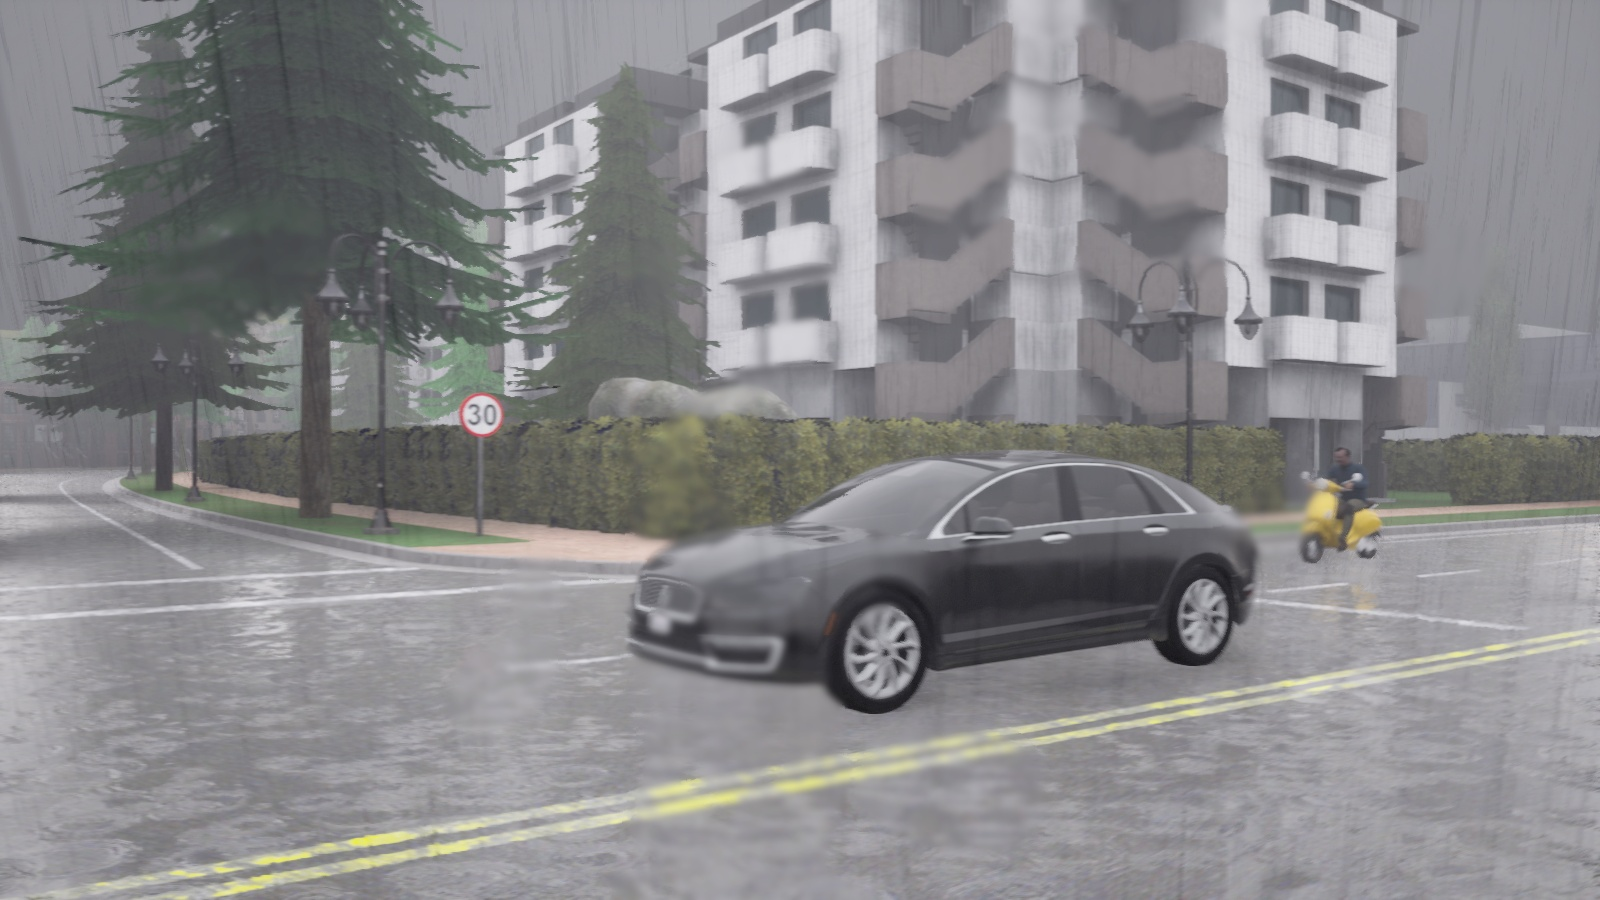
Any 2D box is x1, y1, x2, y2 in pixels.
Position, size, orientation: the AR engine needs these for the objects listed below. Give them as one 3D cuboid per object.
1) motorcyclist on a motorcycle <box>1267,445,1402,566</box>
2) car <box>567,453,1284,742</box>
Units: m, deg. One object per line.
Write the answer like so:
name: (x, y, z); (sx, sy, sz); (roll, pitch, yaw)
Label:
motorcyclist on a motorcycle: (7.385, 0.725, 17.328); (1.817, 1.590, 0.866); (0, 0, -35)
car: (1.047, 0.769, 8.652); (4.892, 1.490, 1.837); (0, 0, -35)
